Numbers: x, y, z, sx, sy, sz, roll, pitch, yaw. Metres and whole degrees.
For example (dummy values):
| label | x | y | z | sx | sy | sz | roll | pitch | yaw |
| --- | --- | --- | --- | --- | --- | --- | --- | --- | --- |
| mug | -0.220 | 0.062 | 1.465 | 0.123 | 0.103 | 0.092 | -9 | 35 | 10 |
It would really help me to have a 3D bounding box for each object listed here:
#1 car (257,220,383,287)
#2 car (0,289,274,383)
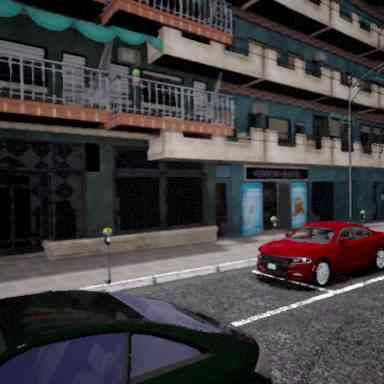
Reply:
| label | x | y | z | sx | sy | sz | roll | pitch | yaw |
| --- | --- | --- | --- | --- | --- | --- | --- | --- | --- |
| car | 3.736 | 1.519 | 9.235 | 4.507 | 1.381 | 1.887 | 0 | -1 | -35 |
| car | -1.308 | 1.563 | 2.418 | 4.181 | 1.385 | 1.994 | 0 | 0 | -35 |
